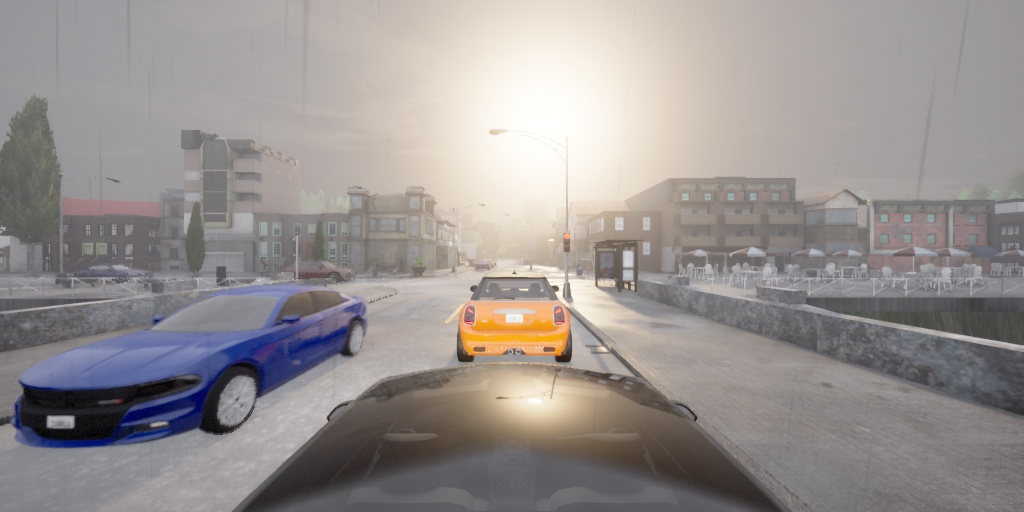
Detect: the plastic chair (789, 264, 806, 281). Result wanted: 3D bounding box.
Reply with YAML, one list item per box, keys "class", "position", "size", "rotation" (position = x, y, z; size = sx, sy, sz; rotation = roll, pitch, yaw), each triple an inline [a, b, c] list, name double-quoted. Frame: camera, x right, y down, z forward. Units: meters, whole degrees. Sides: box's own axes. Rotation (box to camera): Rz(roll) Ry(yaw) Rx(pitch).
- class: "plastic chair"
  position: [21.705, 1.279, 27.508]
  size: [0.730, 1.272, 0.750]
  rotation: [0, 0, 0]

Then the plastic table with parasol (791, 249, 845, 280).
- class: "plastic table with parasol"
  position: [22.905, 0.675, 27.458]
  size: [2.482, 2.480, 2.482]
  rotation: [0, 0, 0]

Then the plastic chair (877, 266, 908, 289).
- class: "plastic chair"
  position: [22.603, 1.279, 21.308]
  size: [0.730, 1.272, 0.750]
  rotation: [0, 0, 0]

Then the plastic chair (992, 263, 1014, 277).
- class: "plastic chair"
  position: [45.507, 1.279, 33.301]
  size: [0.730, 1.272, 0.750]
  rotation: [0, 0, 0]

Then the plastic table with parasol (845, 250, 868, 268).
- class: "plastic table with parasol"
  position: [30.236, 0.675, 32.175]
  size: [2.482, 2.480, 2.482]
  rotation: [0, 0, 0]

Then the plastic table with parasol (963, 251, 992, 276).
- class: "plastic table with parasol"
  position: [30.514, 0.675, 25.085]
  size: [2.482, 2.480, 2.482]
  rotation: [0, 0, 0]

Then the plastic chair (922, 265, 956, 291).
- class: "plastic chair"
  position: [23.702, 1.279, 19.907]
  size: [0.750, 1.272, 0.730]
  rotation: [0, 0, 0]

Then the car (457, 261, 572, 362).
- class: "car"
  position: [0.062, 1.102, 8.353]
  size: [2.097, 1.767, 4.553]
  rotation: [0, 0, 1]

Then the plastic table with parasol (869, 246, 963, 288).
- class: "plastic table with parasol"
  position: [23.803, 0.675, 21.257]
  size: [2.482, 2.480, 2.482]
  rotation: [0, 0, 0]

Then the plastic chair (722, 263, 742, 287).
- class: "plastic chair"
  position: [13.903, 1.279, 22.811]
  size: [0.730, 1.272, 0.750]
  rotation: [0, 0, 0]

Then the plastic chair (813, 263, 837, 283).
- class: "plastic chair"
  position: [22.804, 1.279, 26.108]
  size: [0.750, 1.272, 0.730]
  rotation: [0, 0, 0]

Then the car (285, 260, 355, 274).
- class: "car"
  position: [-13.945, 1.102, 26.226]
  size: [4.553, 1.767, 2.097]
  rotation: [0, 0, -1]

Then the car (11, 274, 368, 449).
- class: "car"
  position: [-4.056, 1.227, 5.739]
  size: [1.882, 1.535, 5.008]
  rotation: [0, 0, 1]

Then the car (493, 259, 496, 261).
- class: "car"
  position: [-4.068, 1.228, 60.682]
  size: [1.882, 1.535, 5.008]
  rotation: [0, 0, 0]

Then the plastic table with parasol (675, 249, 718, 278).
- class: "plastic table with parasol"
  position: [15.926, 0.675, 30.490]
  size: [2.482, 2.480, 2.482]
  rotation: [0, 0, 0]

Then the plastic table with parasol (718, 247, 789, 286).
- class: "plastic table with parasol"
  position: [15.173, 0.675, 22.670]
  size: [2.482, 2.480, 2.482]
  rotation: [0, 0, 0]

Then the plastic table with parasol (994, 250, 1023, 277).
- class: "plastic table with parasol"
  position: [46.707, 0.675, 33.180]
  size: [2.482, 2.480, 2.482]
  rotation: [0, 0, 0]

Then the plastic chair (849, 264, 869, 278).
- class: "plastic chair"
  position: [29.906, 1.279, 30.805]
  size: [0.750, 1.272, 0.730]
  rotation: [0, 0, 0]

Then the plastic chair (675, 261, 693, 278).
- class: "plastic chair"
  position: [14.706, 1.279, 30.610]
  size: [0.730, 1.272, 0.750]
  rotation: [0, 0, 0]

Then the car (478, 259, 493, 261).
- class: "car"
  position: [-4.088, 1.228, 51.032]
  size: [1.882, 1.535, 5.008]
  rotation: [0, 0, 0]

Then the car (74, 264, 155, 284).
- class: "car"
  position: [-28.984, 1.276, 26.168]
  size: [4.674, 1.442, 1.812]
  rotation: [0, 0, 0]

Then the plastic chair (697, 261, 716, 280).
- class: "plastic chair"
  position: [15.805, 1.279, 29.210]
  size: [0.750, 1.272, 0.730]
  rotation: [0, 0, 0]

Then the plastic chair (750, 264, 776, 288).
- class: "plastic chair"
  position: [15.003, 1.279, 21.410]
  size: [0.750, 1.272, 0.730]
  rotation: [0, 0, 0]

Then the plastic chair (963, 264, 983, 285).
- class: "plastic chair"
  position: [30.504, 1.279, 23.805]
  size: [0.750, 1.272, 0.730]
  rotation: [0, 0, 0]

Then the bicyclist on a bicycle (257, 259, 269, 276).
- class: "bicyclist on a bicycle"
  position: [-24.013, 1.099, 34.562]
  size: [0.582, 1.620, 1.656]
  rotation: [0, 0, 0]
